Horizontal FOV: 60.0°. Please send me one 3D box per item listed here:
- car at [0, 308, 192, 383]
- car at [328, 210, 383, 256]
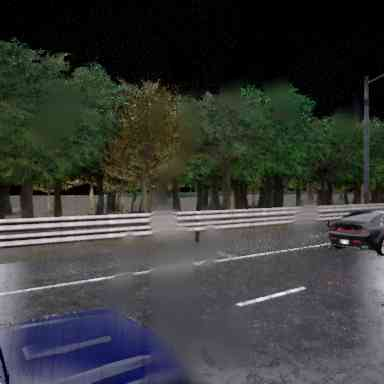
[{"bbox_3d":[-2.258,1.601,2.126,4.718,1.301,1.895,0,0,-35],"label":"car"},{"bbox_3d":[7.343,1.493,13.054,4.892,1.490,1.837,0,0,-35],"label":"car"}]
